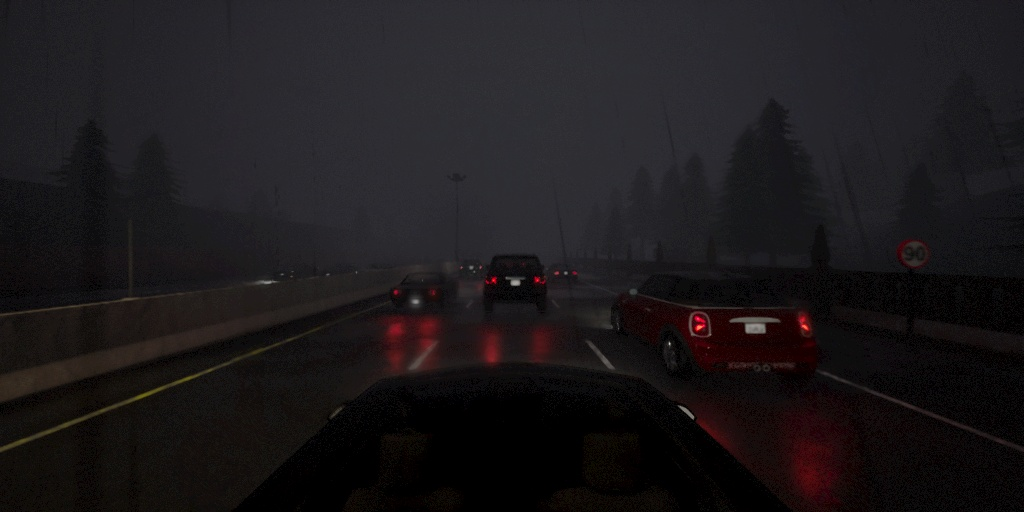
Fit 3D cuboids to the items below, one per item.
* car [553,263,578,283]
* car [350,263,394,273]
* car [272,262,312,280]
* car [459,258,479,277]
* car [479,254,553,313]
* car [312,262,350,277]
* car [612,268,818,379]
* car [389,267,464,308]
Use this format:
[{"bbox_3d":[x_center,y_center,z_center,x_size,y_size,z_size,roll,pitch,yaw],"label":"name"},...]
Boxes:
[{"bbox_3d":[3.657,1.209,26.790,2.033,1.411,5.357,0,0,0],"label":"car"},{"bbox_3d":[-10.534,1.261,28.123,1.895,1.301,4.718,0,0,0],"label":"car"},{"bbox_3d":[-17.528,1.221,29.331,1.994,1.385,4.181,0,0,0],"label":"car"},{"bbox_3d":[-3.329,0.999,31.433,2.097,1.767,4.553,0,0,0],"label":"car"},{"bbox_3d":[0.122,0.929,13.944,2.150,2.045,5.566,0,0,0],"label":"car"},{"bbox_3d":[-14.028,1.220,29.336,1.994,1.385,4.181,0,0,0],"label":"car"},{"bbox_3d":[3.598,1.081,7.409,2.097,1.767,4.553,0,0,0],"label":"car"},{"bbox_3d":[-3.372,1.306,14.787,1.895,1.301,4.718,0,0,0],"label":"car"}]
